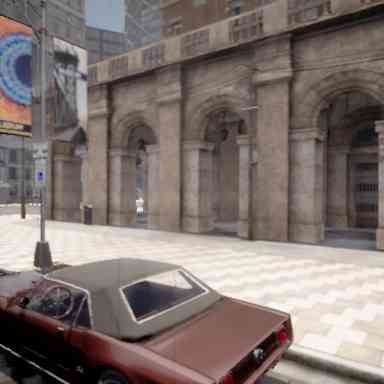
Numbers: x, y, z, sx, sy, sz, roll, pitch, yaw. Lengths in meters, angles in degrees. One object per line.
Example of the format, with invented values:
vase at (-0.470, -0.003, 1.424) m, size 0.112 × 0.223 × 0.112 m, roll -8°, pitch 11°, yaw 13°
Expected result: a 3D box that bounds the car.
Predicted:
car at (-1.255, 1.584, 4.460) m, size 4.718 × 1.301 × 1.895 m, roll 0°, pitch 0°, yaw 35°
